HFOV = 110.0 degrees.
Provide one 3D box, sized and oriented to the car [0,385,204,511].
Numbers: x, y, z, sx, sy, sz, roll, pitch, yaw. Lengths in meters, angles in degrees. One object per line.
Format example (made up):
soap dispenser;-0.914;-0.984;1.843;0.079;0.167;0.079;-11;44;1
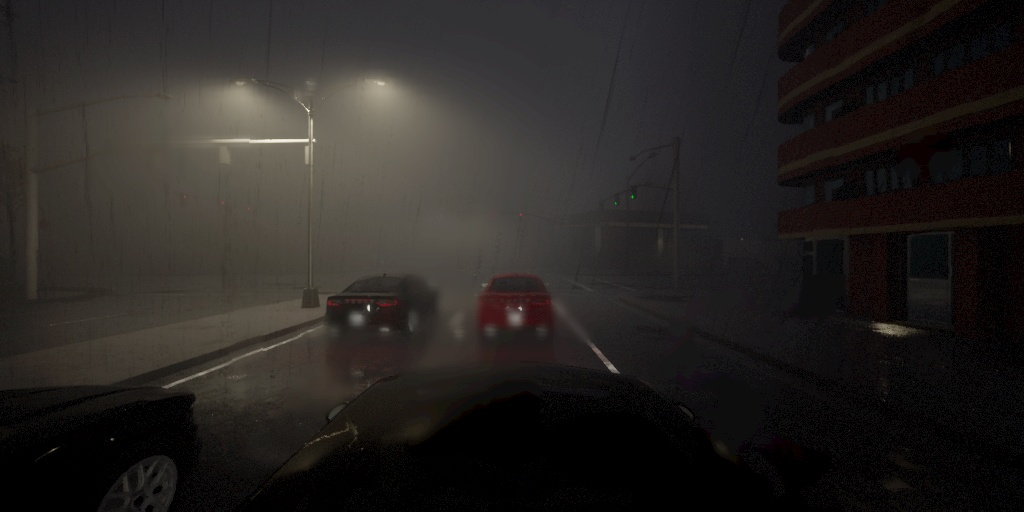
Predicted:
car;-3.409;1.228;0.793;1.882;1.535;5.008;0;0;0

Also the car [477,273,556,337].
car;0.120;1.225;10.377;1.882;1.535;5.008;0;0;1

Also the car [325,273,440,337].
car;-3.385;1.225;10.367;1.882;1.535;5.008;0;0;0
